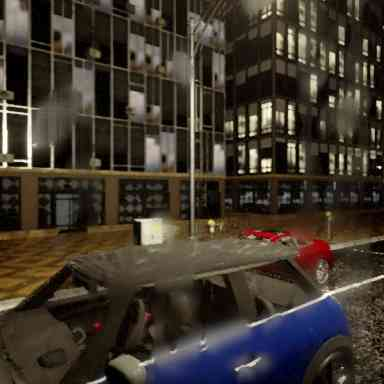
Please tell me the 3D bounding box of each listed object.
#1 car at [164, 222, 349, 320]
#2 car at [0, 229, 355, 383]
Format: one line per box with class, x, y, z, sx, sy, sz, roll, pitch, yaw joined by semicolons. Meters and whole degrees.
car;1.631;1.548;7.722;4.206;1.307;1.802;0;1;-36
car;-0.594;1.345;2.955;4.553;1.767;2.097;0;0;-36
